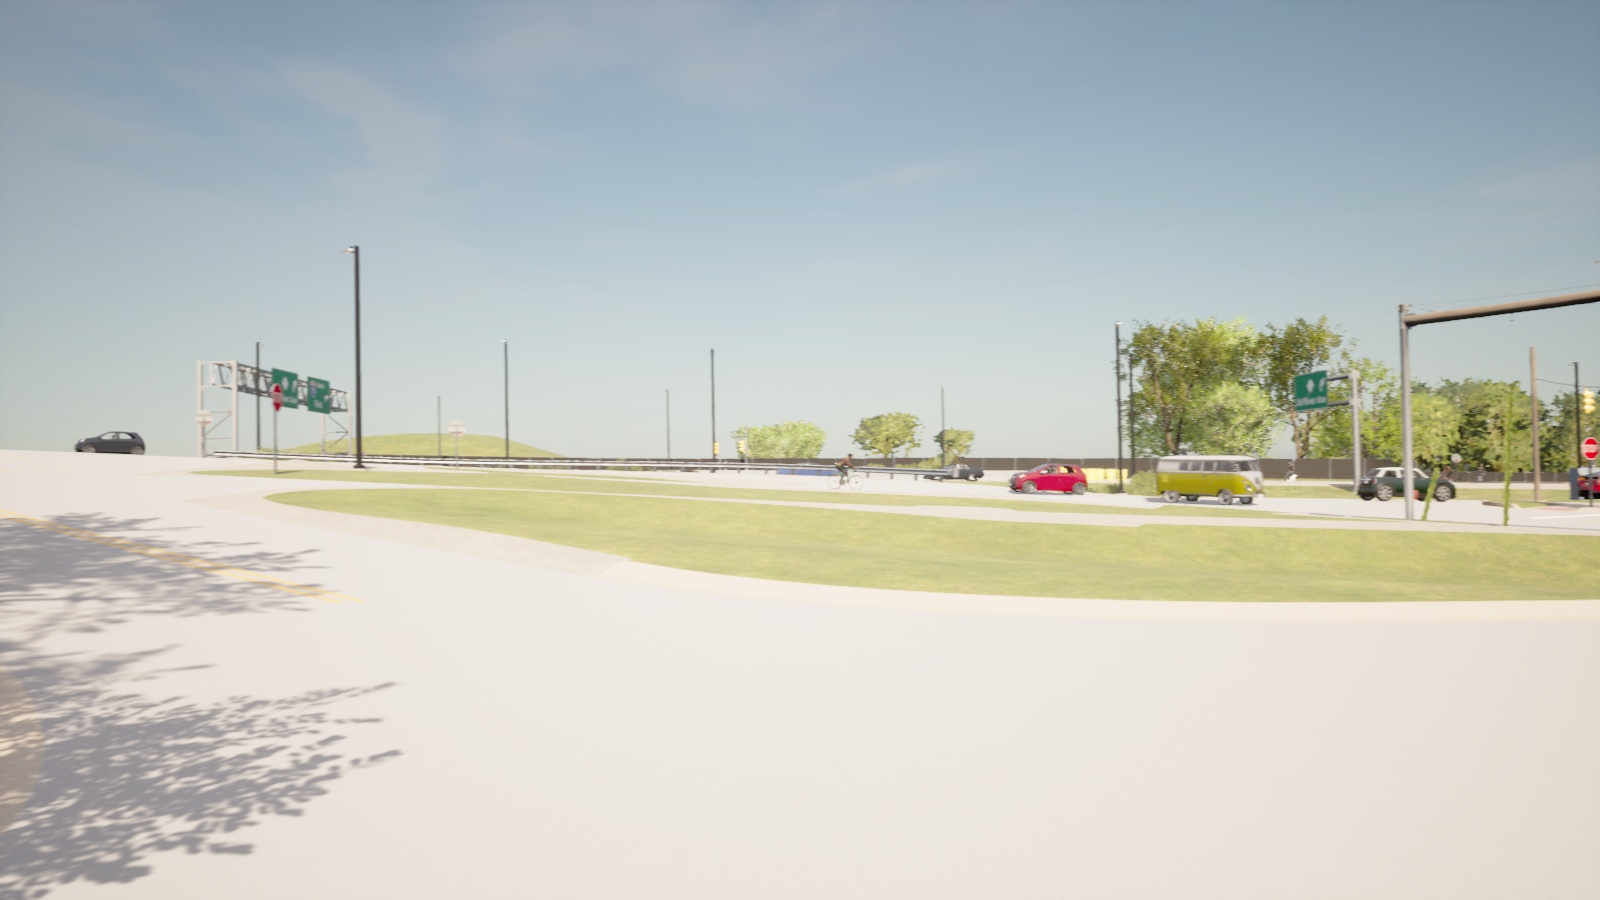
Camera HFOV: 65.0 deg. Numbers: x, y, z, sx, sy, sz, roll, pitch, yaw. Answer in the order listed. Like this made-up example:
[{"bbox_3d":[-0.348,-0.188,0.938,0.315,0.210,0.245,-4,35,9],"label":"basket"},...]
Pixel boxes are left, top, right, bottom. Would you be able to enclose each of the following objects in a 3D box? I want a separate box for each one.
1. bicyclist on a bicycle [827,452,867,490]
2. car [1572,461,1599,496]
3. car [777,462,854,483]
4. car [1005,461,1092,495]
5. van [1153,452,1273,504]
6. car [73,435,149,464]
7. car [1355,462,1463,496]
[{"bbox_3d":[2.081,0.950,55.794,1.656,1.620,0.582,2,-1,-3],"label":"bicyclist on a bicycle"},{"bbox_3d":[37.104,1.283,55.693,4.514,1.525,2.007,0,-1,-3],"label":"car"},{"bbox_3d":[1.040,1.590,89.094,5.357,1.411,2.033,0,-1,-2],"label":"car"},{"bbox_3d":[11.874,1.318,60.178,3.633,1.501,1.845,2,0,-8],"label":"car"},{"bbox_3d":[16.873,1.094,51.508,1.775,1.987,4.442,-1,1,-38],"label":"van"},{"bbox_3d":[-40.018,0.001,72.941,3.633,1.501,1.845,2,-3,-36],"label":"car"},{"bbox_3d":[26.726,1.264,55.208,3.806,1.475,1.970,0,-1,0],"label":"car"}]
